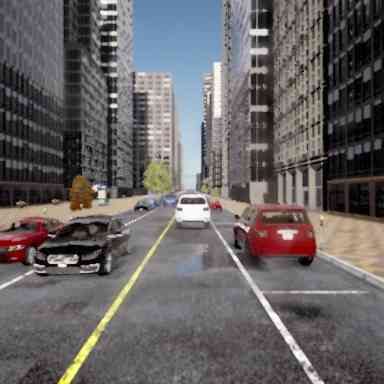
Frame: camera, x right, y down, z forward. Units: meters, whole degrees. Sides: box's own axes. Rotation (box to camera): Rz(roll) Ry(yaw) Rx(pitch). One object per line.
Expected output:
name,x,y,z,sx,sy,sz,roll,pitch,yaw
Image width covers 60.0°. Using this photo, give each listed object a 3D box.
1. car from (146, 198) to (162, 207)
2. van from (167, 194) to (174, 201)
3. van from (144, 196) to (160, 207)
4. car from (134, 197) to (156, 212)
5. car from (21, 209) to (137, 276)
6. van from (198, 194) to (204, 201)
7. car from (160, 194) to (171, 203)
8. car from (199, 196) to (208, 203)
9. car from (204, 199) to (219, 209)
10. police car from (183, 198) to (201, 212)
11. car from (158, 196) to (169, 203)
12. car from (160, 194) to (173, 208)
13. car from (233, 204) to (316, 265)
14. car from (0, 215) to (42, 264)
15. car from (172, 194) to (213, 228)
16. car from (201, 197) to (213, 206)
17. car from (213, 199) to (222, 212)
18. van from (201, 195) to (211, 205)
car,-5.814,1.612,51.308,1.947,1.339,4.313,0,0,0
van,-5.909,1.384,90.986,1.690,1.788,3.998,0,0,0
van,-5.801,1.384,45.639,1.690,1.788,3.998,0,0,0
car,-5.787,1.604,39.970,1.947,1.339,4.313,0,0,0
car,-3.126,1.516,10.426,1.837,1.490,4.892,0,0,0
van,2.471,1.385,91.006,1.690,1.788,3.998,0,0,0
car,-5.869,1.360,73.981,2.192,1.841,5.009,0,0,0
car,2.512,1.591,74.002,1.887,1.381,4.507,0,0,0
car,2.579,1.626,45.658,1.802,1.307,4.206,0,0,0
police car,0.000,1.546,41.415,2.038,1.542,4.974,0,0,0
car,-5.855,1.611,68.313,1.947,1.339,4.313,0,0,0
car,-3.201,1.268,50.599,2.150,2.045,5.566,0,0,0
car,2.661,1.328,11.649,2.192,1.841,5.009,0,0,0
car,-5.719,1.557,11.629,1.887,1.381,4.507,0,0,0
car,0.044,1.240,22.586,2.150,2.045,5.566,0,-1,0
car,2.553,1.629,56.997,1.802,1.307,4.206,0,0,0
car,2.593,1.584,39.990,1.887,1.381,4.507,0,0,0
van,2.539,1.388,62.666,1.690,1.788,3.998,0,0,0
